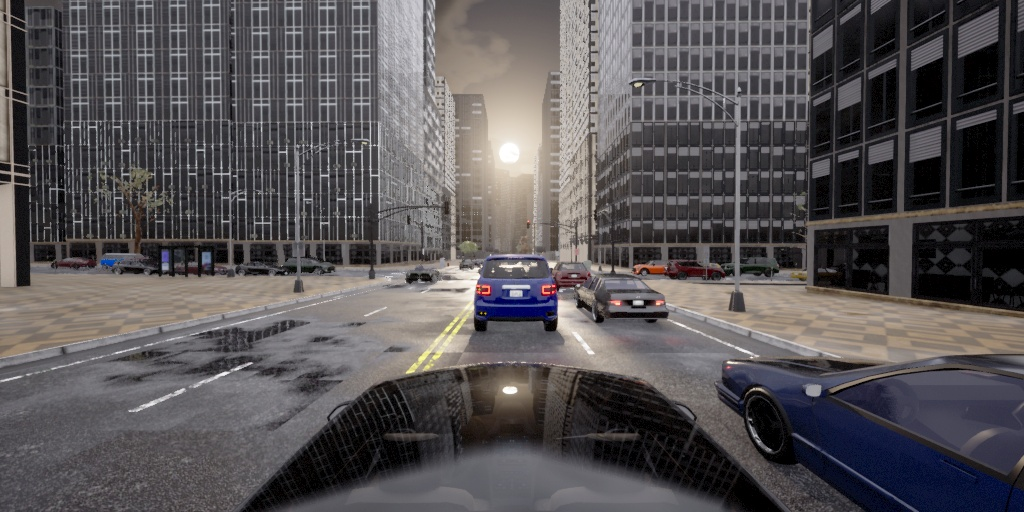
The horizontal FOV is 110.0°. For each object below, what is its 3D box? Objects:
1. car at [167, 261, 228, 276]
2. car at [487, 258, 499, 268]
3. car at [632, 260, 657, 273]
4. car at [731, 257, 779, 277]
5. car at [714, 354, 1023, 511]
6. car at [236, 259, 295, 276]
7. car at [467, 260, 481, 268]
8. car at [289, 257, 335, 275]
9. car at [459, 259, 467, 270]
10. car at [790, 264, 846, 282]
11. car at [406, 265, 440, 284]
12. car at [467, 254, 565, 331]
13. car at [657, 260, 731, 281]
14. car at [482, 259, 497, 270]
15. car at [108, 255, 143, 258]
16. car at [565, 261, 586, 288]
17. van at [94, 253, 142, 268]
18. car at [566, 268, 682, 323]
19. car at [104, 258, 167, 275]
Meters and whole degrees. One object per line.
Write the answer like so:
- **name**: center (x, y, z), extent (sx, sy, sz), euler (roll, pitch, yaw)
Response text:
- **car**: center (-28.406, 1.136, 32.784), extent (4.207, 1.307, 1.802), euler (0, 0, 1)
- **car**: center (-3.299, 1.178, 63.024), extent (1.882, 1.535, 5.008), euler (0, 0, 0)
- **car**: center (15.048, 1.200, 37.882), extent (4.553, 1.767, 2.097), euler (0, 1, 0)
- **car**: center (24.900, 1.156, 37.730), extent (5.566, 2.045, 2.150), euler (1, 1, 1)
- **car**: center (3.351, 1.297, 1.874), extent (2.033, 1.411, 5.357), euler (0, 0, 1)
- **car**: center (-22.722, 1.172, 32.649), extent (4.313, 1.339, 1.948), euler (0, 0, 1)
- **car**: center (-6.551, 1.301, 62.824), extent (1.895, 1.301, 4.718), euler (0, 0, 0)
- **car**: center (-19.917, 0.940, 35.296), extent (4.553, 1.767, 2.097), euler (0, 1, 1)
- **car**: center (-6.585, 1.218, 52.521), extent (1.837, 1.490, 4.892), euler (0, 0, -1)
- **car**: center (27.651, 1.577, 31.908), extent (4.829, 1.417, 1.751), euler (0, 0, 1)
- **car**: center (-6.480, 1.342, 26.549), extent (1.895, 1.301, 4.718), euler (0, 0, -6)
- **car**: center (0.100, 0.967, 11.052), extent (2.150, 2.045, 5.566), euler (0, 0, 0)
- **car**: center (16.203, 1.267, 32.108), extent (5.009, 1.841, 2.192), euler (0, 0, 1)
- **car**: center (-3.319, 1.189, 53.411), extent (1.882, 1.535, 5.008), euler (0, 0, 0)
- **car**: center (-36.442, 0.915, 35.643), extent (5.008, 1.535, 1.882), euler (1, 1, 1)
- **car**: center (3.355, 1.091, 21.461), extent (2.097, 1.767, 4.553), euler (0, 0, 0)
- **van**: center (-45.275, 0.603, 41.624), extent (3.998, 1.789, 1.690), euler (0, 0, 1)
- **car**: center (3.354, 1.292, 12.054), extent (2.033, 1.411, 5.357), euler (0, 0, 0)
- **car**: center (-34.087, 1.068, 32.959), extent (4.313, 1.339, 1.948), euler (0, 0, 1)
